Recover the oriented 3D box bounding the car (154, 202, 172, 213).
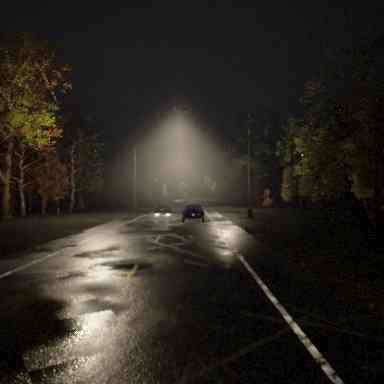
[{"bbox_3d":[-3.560,1.921,41.360,1.994,1.385,4.181,0,0,0],"label":"car"}]

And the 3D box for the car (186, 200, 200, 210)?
[{"bbox_3d":[0.114,1.988,50.969,2.033,1.411,5.357,0,0,0],"label":"car"}]

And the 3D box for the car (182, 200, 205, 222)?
[{"bbox_3d":[0.108,1.733,29.479,1.882,1.535,5.008,0,0,0],"label":"car"}]
